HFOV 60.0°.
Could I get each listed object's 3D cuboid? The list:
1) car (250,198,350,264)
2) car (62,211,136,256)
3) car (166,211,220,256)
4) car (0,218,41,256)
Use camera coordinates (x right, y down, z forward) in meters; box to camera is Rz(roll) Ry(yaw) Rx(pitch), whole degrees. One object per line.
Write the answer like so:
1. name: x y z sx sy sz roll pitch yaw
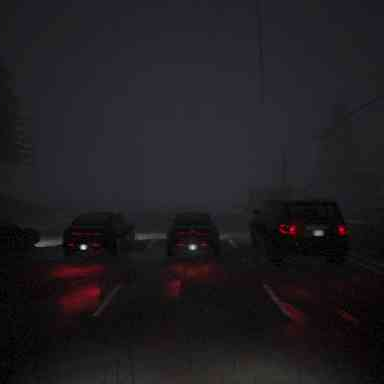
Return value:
1. car: 3.535 1.216 11.912 2.150 2.045 5.566 0 0 1
2. car: -3.451 1.498 13.073 1.837 1.490 4.892 0 0 1
3. car: 0.048 1.498 13.075 1.837 1.490 4.892 0 0 1
4. car: -6.976 1.541 10.867 2.033 1.411 5.357 0 0 0
